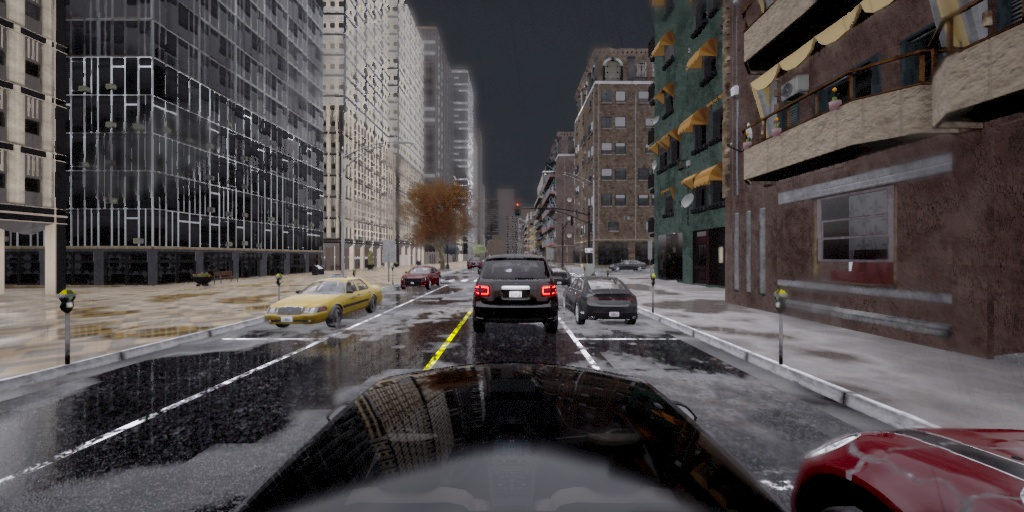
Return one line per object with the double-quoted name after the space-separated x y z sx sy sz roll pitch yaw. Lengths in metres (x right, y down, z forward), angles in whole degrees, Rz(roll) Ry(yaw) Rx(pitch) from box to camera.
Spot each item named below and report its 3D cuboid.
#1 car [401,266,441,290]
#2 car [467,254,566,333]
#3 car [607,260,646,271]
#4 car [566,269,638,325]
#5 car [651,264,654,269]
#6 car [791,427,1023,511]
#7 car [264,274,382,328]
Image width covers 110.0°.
-5.676 1.299 22.698 1.888 1.381 4.507 0 0 0 "car"
0.097 0.972 10.904 2.150 2.045 5.566 0 0 0 "car"
13.466 1.108 42.098 4.403 1.370 2.007 0 0 -1 "car"
2.696 1.301 11.625 2.007 1.370 4.403 0 0 0 "car"
18.863 1.006 42.149 4.829 1.417 1.751 0 0 -1 "car"
2.686 1.190 0.560 1.967 1.591 4.097 0 0 0 "car"
-5.685 1.276 11.462 1.751 1.417 4.829 0 0 0 "car"
